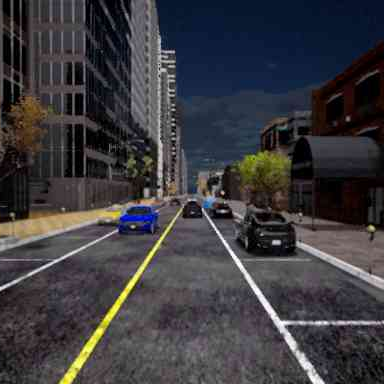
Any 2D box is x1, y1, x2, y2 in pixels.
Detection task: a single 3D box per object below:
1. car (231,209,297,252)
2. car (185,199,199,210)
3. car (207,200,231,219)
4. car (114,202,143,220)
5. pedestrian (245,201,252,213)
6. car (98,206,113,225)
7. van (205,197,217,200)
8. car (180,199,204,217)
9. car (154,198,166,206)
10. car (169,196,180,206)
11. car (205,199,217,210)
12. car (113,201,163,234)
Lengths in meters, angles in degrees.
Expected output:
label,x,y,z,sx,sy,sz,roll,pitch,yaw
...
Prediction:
label,x,y,z,sx,sy,sz,roll,pitch,yaw
car,3.000,1.567,14.242,1.837,1.490,4.892,0,0,0
car,0.024,1.728,46.845,1.812,1.442,4.674,0,0,1
car,2.679,1.698,30.626,1.947,1.339,4.313,-1,0,0
car,-5.702,1.658,30.468,1.752,1.417,4.829,-1,0,0
pedestrian,2.927,1.368,17.173,0.375,1.860,0.375,-1,1,-2
car,-5.702,1.634,24.933,1.752,1.417,4.829,-1,0,0
van,2.676,1.545,47.230,1.690,1.788,3.998,-1,0,0
car,0.051,1.647,32.656,1.837,1.490,4.892,0,0,0
car,-5.703,1.692,58.313,1.967,1.590,4.097,-1,0,0
car,-3.030,1.783,59.885,1.837,1.490,4.892,0,0,1
car,2.679,1.738,36.160,1.802,1.307,4.206,-1,0,0
car,-3.099,1.564,19.992,1.882,1.535,5.008,0,0,0
